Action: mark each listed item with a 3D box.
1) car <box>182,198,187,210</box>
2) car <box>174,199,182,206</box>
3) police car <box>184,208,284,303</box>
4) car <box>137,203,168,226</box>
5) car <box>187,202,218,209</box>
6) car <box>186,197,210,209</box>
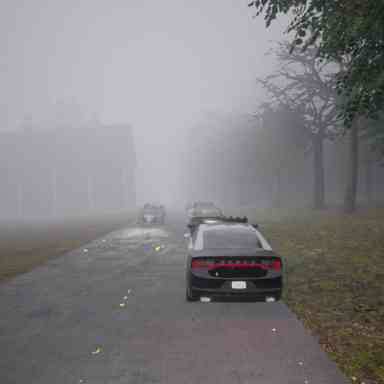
[{"bbox_3d":[0.025,1.827,45.697,2.033,1.411,5.357,0,-1,1],"label":"car"},{"bbox_3d":[-2.753,2.132,69.666,2.033,1.411,5.357,0,-1,0],"label":"car"},{"bbox_3d":[0.824,1.437,8.434,1.930,1.638,5.238,0,0,0],"label":"police car"},{"bbox_3d":[-2.853,1.590,24.648,2.128,1.511,4.902,0,0,0],"label":"car"},{"bbox_3d":[0.824,1.532,18.327,1.882,1.535,5.008,0,0,0],"label":"car"},{"bbox_3d":[0.822,1.447,24.300,2.097,1.767,4.553,0,0,0],"label":"car"}]
